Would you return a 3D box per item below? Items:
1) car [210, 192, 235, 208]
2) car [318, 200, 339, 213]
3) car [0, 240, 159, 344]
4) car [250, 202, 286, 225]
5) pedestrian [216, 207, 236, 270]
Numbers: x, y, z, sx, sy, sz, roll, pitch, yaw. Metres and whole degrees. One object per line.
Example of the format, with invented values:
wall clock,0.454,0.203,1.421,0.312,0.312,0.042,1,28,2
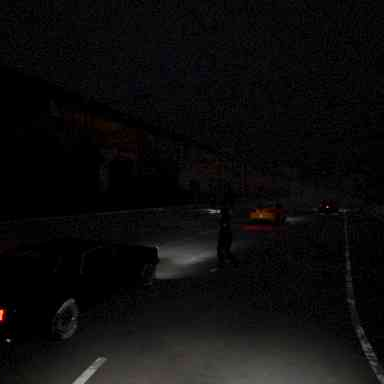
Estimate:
car,4.461,1.031,47.448,2.150,2.045,5.566,0,0,25
car,15.153,1.564,36.931,1.994,1.385,4.181,0,0,25
car,-2.334,1.601,6.593,1.895,1.301,4.718,0,0,17
car,5.699,1.477,24.610,1.882,1.535,5.008,0,0,24
pedestrian,0.951,1.294,9.584,0.375,1.860,0.375,0,0,25
